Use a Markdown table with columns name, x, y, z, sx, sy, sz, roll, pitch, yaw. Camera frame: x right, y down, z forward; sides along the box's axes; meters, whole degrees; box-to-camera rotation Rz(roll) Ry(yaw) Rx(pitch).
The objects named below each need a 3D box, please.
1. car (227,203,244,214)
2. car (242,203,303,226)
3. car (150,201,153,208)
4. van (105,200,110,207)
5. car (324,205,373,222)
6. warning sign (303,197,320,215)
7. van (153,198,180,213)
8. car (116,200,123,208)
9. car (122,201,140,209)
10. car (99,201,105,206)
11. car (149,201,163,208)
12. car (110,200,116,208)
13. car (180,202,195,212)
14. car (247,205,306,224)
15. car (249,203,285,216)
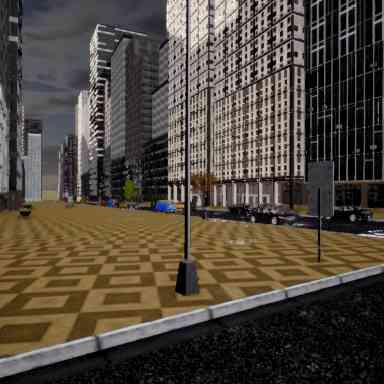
| name | x | y | z | sx | sy | sz | roll | pitch | yaw |
| --- | --- | --- | --- | --- | --- | --- | --- | --- | --- |
| car | 6.423 | 2.168 | 44.746 | 1.947 | 1.339 | 4.313 | -1 | -1 | -26 |
| car | 6.164 | 1.814 | 25.908 | 2.008 | 1.369 | 4.403 | -1 | -1 | -26 |
| car | -6.409 | 2.257 | 65.537 | 2.150 | 2.045 | 5.566 | 0 | -1 | -26 |
| van | -18.161 | 2.635 | 76.623 | 1.690 | 1.788 | 3.998 | -1 | -1 | -26 |
| car | 13.719 | 1.854 | 29.532 | 2.008 | 1.369 | 4.403 | -1 | -1 | -26 |
| warning sign | 13.088 | 1.544 | 36.413 | 1.300 | 1.860 | 1.060 | 1 | -1 | -26 |
| van | -3.569 | 2.005 | 46.197 | 1.690 | 1.788 | 3.998 | -1 | -1 | -26 |
| car | -13.221 | 2.602 | 66.326 | 1.752 | 1.417 | 4.829 | -1 | -1 | -26 |
| car | -10.862 | 2.525 | 61.407 | 2.008 | 1.369 | 4.403 | -1 | -1 | -26 |
| car | -23.022 | 3.053 | 86.762 | 1.887 | 1.381 | 4.507 | -1 | -1 | -26 |
| car | -8.169 | 2.809 | 75.173 | 1.802 | 1.307 | 4.206 | -1 | -1 | -26 |
| car | -15.726 | 2.731 | 71.550 | 1.887 | 1.381 | 4.507 | -1 | -1 | -26 |
| car | -1.869 | 2.182 | 48.737 | 1.882 | 1.535 | 5.008 | 0 | -1 | -25 |
| car | 7.325 | 1.871 | 29.502 | 2.033 | 1.411 | 5.357 | 0 | -1 | -26 |
| car | 8.855 | 2.068 | 39.675 | 1.947 | 1.339 | 4.313 | -1 | -1 | -26 |
